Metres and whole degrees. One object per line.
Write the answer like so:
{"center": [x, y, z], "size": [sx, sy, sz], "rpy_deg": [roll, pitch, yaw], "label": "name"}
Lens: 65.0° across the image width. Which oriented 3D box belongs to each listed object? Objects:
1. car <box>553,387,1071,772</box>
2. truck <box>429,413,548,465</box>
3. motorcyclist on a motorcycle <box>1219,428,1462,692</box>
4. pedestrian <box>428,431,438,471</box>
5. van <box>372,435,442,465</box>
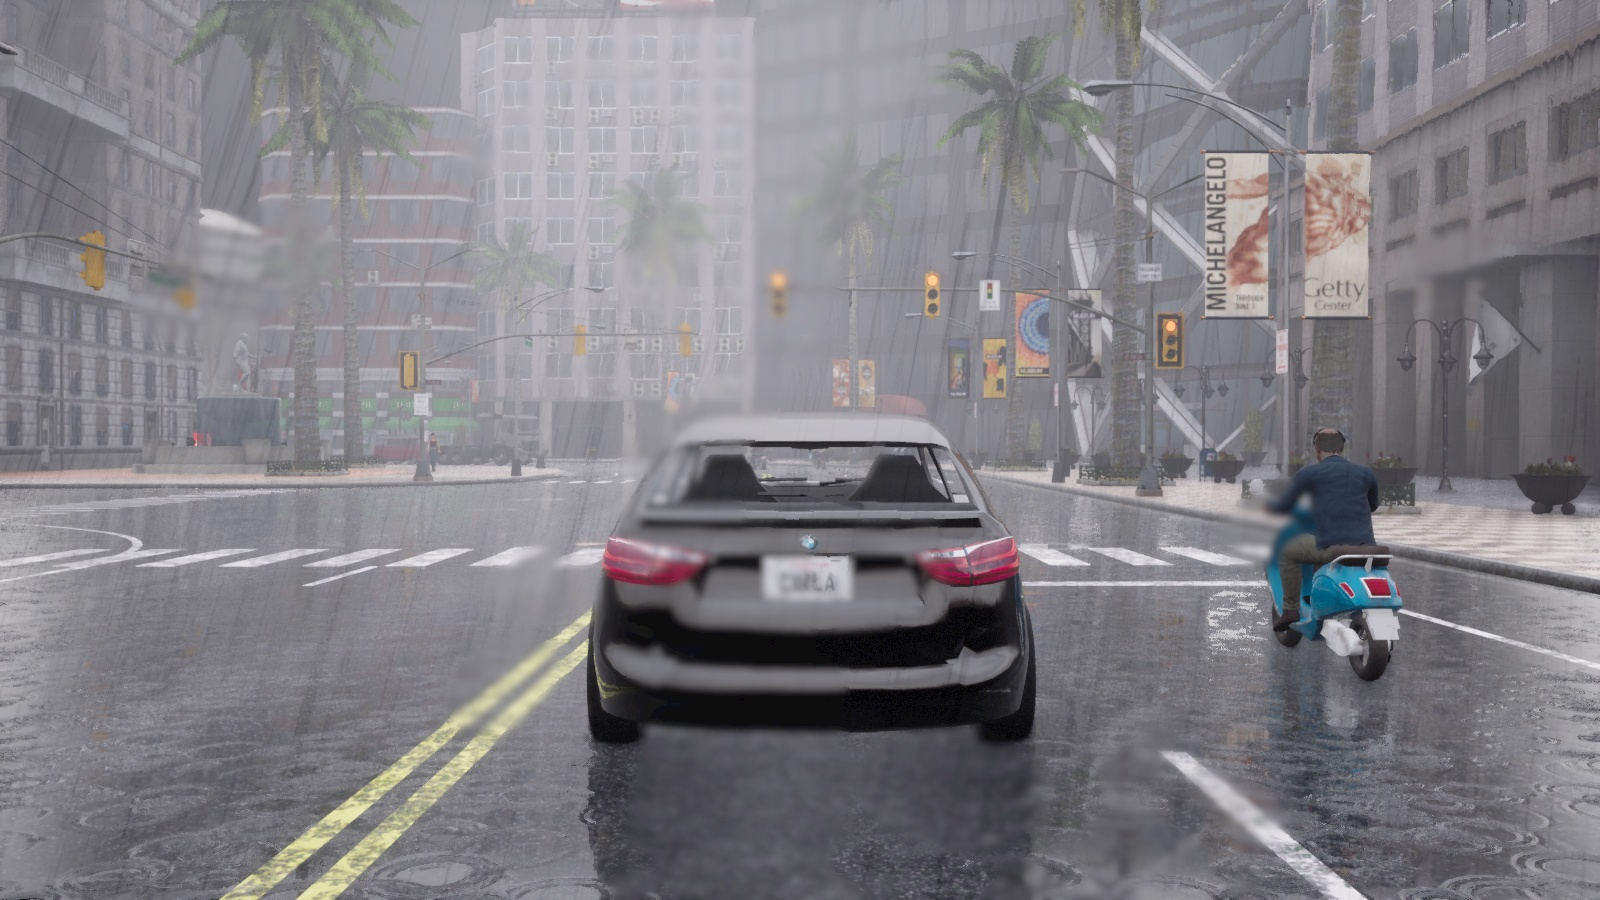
{"center": [0.062, 0.547, 7.745], "size": [2.242, 1.667, 4.611], "rpy_deg": [0, 0, 0], "label": "car"}
{"center": [-21.274, -0.736, 85.653], "size": [7.936, 3.462, 2.891], "rpy_deg": [0, 0, 28], "label": "truck"}
{"center": [3.552, 0.655, 8.461], "size": [0.866, 1.590, 1.817], "rpy_deg": [0, 0, 1], "label": "motorcyclist on a motorcycle"}
{"center": [-17.053, 0.060, 58.370], "size": [0.345, 1.836, 0.594], "rpy_deg": [0, 0, -5], "label": "pedestrian"}
{"center": [-26.384, 0.002, 84.311], "size": [4.442, 1.987, 1.775], "rpy_deg": [0, 0, 23], "label": "van"}
